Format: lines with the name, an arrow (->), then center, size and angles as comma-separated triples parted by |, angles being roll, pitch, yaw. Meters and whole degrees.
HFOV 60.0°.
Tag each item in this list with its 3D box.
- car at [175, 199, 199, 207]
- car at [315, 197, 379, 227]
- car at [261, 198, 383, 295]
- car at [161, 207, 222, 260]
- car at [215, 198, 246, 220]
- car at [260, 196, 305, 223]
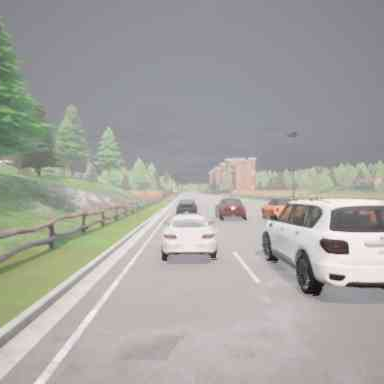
car -> -0.446, 1.442, 30.276 | 1.837, 1.490, 4.892 | 0, 0, -1
car -> 10.207, 1.238, 22.403 | 2.097, 1.767, 4.553 | 0, 0, -1
car -> 3.449, 1.180, 8.771 | 2.150, 2.045, 5.566 | 0, 0, -1
car -> -0.115, 1.500, 12.295 | 1.812, 1.442, 4.674 | 0, 0, -1
car -> 3.110, 1.273, 27.520 | 2.097, 1.767, 4.553 | 0, 0, -1
car -> 6.656, 1.255, 25.056 | 2.097, 1.767, 4.553 | 0, 0, -1
